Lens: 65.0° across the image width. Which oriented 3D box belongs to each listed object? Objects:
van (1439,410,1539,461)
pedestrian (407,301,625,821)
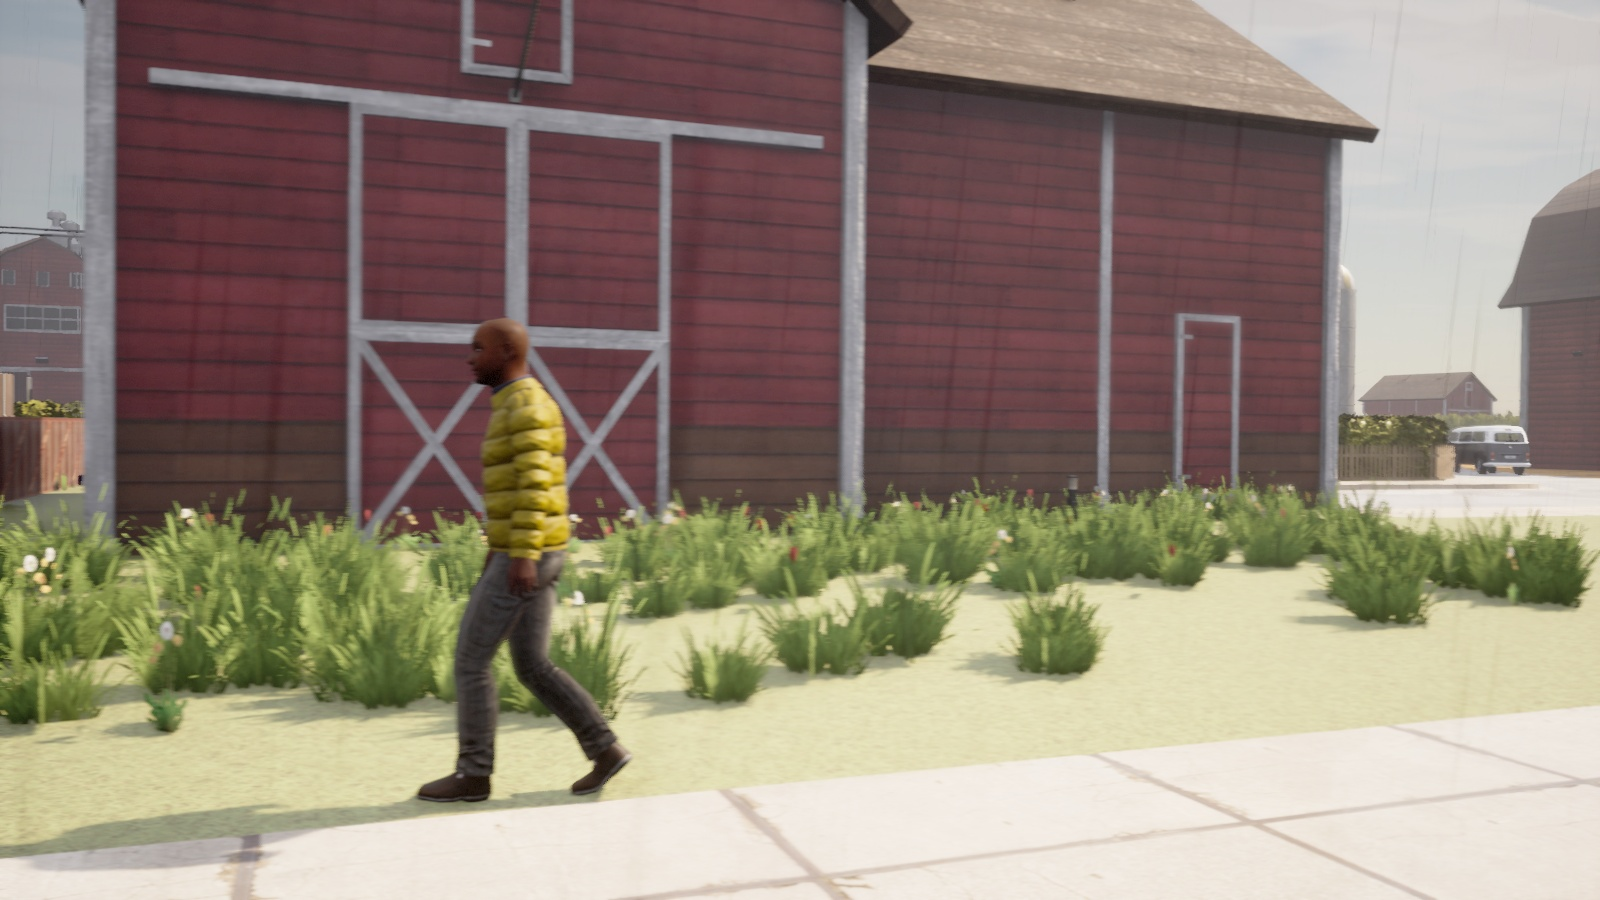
[{"bbox_3d":[29.094,-0.628,53.222,2.069,2.038,4.480,-1,1,5],"label":"van"},{"bbox_3d":[-1.033,0.388,4.654,0.726,1.835,0.370,-1,1,-7],"label":"pedestrian"}]
